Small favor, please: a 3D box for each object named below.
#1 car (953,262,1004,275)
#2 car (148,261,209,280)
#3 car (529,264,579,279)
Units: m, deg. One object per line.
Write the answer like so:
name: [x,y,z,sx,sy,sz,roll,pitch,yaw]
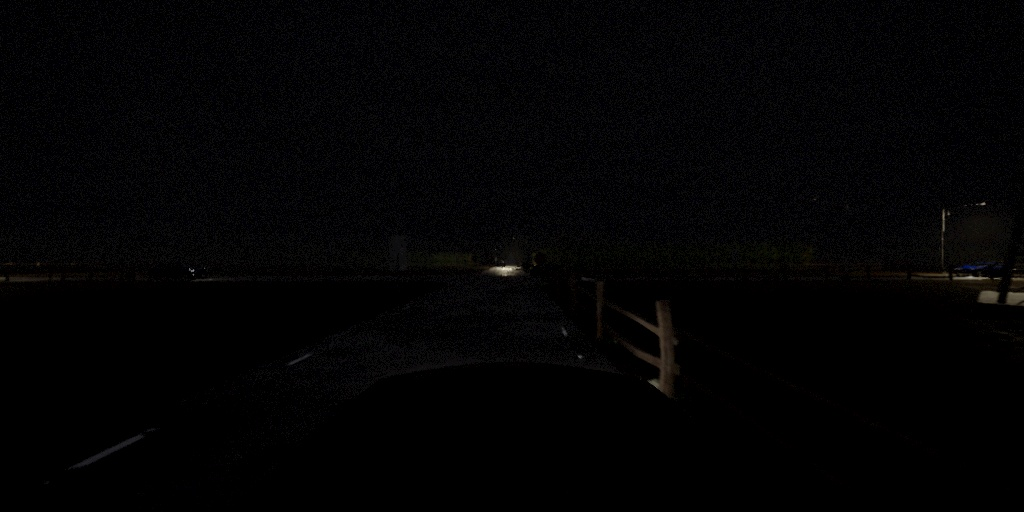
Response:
car: [49.105,1.355,37.404,4.674,1.442,1.812,0,1,0]
car: [-32.062,1.327,34.570,4.553,1.767,2.097,0,1,0]
car: [4.104,1.486,34.620,4.892,1.490,1.837,0,1,0]
